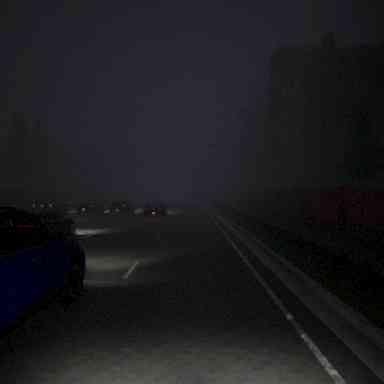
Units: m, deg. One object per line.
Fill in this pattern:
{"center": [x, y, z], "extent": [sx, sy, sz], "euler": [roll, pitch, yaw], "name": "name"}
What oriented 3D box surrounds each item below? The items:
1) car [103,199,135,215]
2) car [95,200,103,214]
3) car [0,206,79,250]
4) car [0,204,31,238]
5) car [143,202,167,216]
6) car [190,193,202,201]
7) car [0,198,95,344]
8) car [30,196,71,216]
{"center": [-6.898, 1.465, 33.135], "extent": [2.128, 1.511, 4.902], "euler": [0, 0, 0], "name": "car"}
{"center": [-10.411, 1.498, 34.225], "extent": [1.812, 1.442, 4.674], "euler": [0, 0, 0], "name": "car"}
{"center": [-6.899, 1.493, 15.218], "extent": [1.837, 1.490, 4.892], "euler": [0, 0, 0], "name": "car"}
{"center": [-10.398, 1.478, 16.849], "extent": [2.128, 1.511, 4.902], "euler": [0, 0, 0], "name": "car"}
{"center": [-3.398, 1.575, 31.632], "extent": [1.895, 1.301, 4.718], "euler": [0, 0, 0], "name": "car"}
{"center": [1.231, 1.160, 78.174], "extent": [2.150, 2.045, 5.566], "euler": [0, 0, 0], "name": "car"}
{"center": [-3.399, 1.217, 4.949], "extent": [2.150, 2.045, 5.566], "euler": [0, 0, 0], "name": "car"}
{"center": [-13.860, 1.326, 32.887], "extent": [2.097, 1.767, 4.553], "euler": [0, 0, 1], "name": "car"}
